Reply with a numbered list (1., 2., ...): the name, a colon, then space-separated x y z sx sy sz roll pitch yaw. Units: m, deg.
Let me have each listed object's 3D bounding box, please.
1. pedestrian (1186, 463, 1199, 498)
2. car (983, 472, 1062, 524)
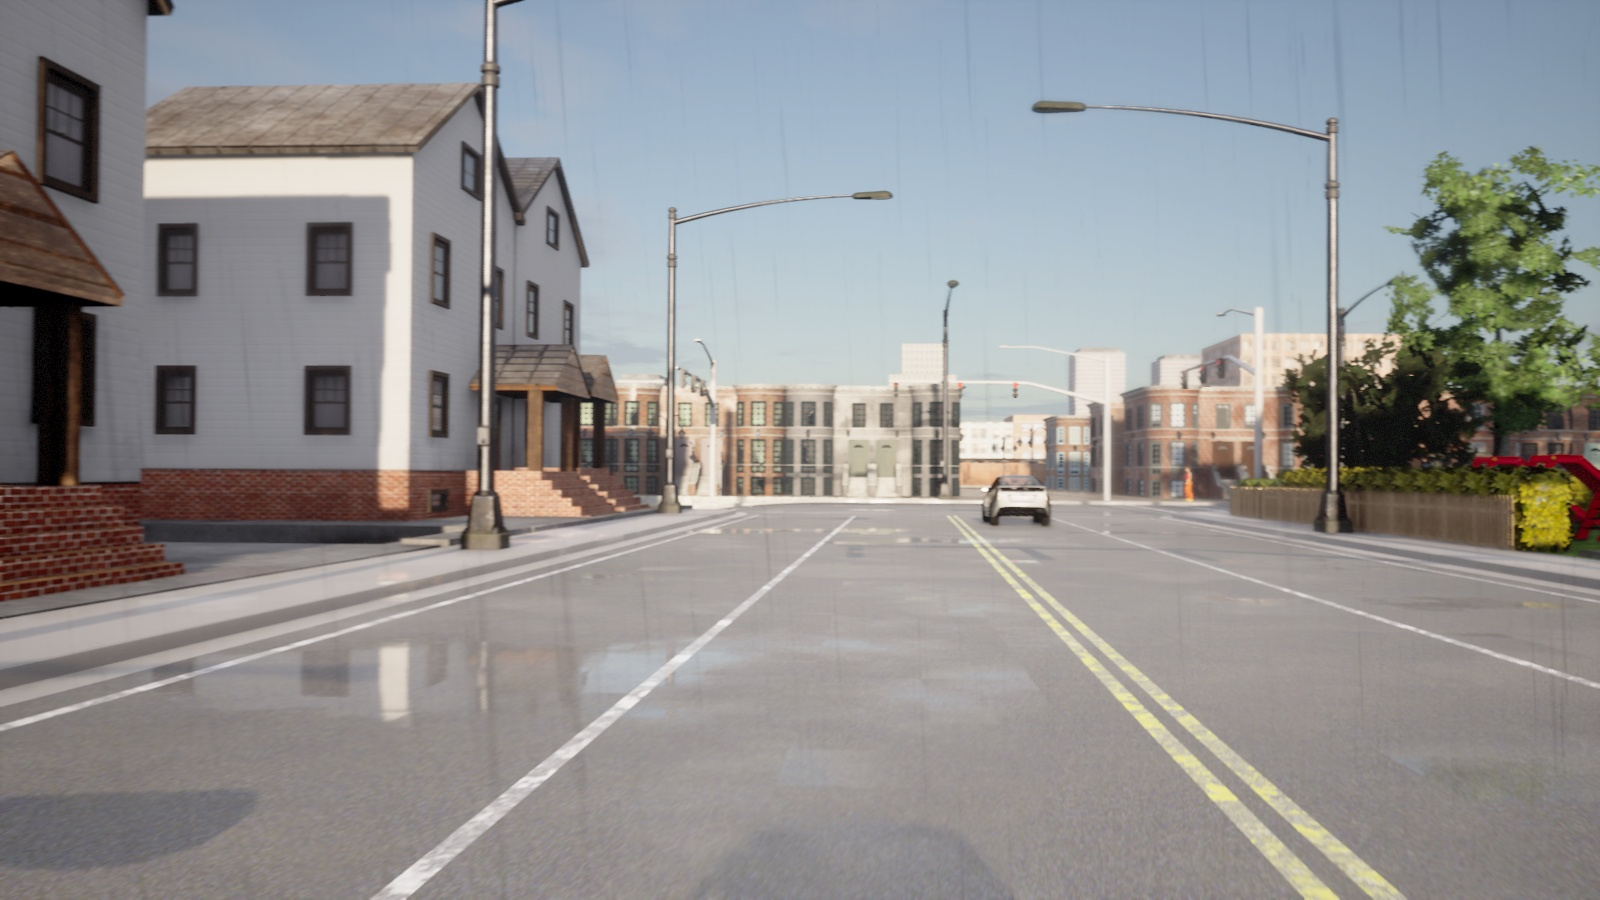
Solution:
1. pedestrian: 20.608 1.595 65.887 0.594 1.836 0.345 0 -1 4
2. car: 6.844 1.437 39.072 2.007 1.525 4.514 0 -1 5
